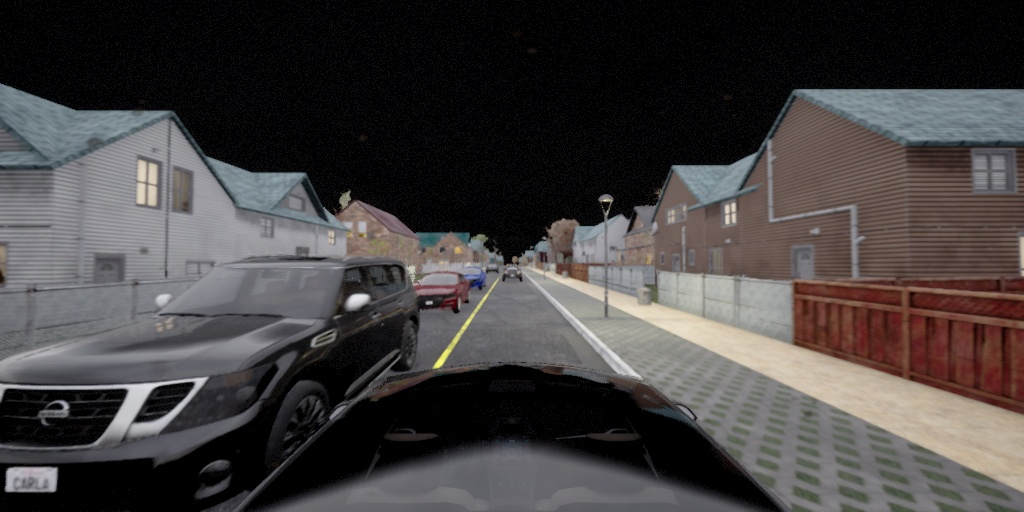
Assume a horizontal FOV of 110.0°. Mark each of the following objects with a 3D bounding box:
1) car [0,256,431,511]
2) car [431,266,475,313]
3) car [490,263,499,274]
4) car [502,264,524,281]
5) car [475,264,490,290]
[{"bbox_3d":[-2.853,1.004,4.895,2.150,2.045,5.566,0,-1,0],"label":"car"},{"bbox_3d":[-2.861,1.366,14.903,1.882,1.535,5.008,0,-1,0],"label":"car"},{"bbox_3d":[-2.936,1.859,53.764,1.882,1.535,5.008,0,-1,0],"label":"car"},{"bbox_3d":[0.034,1.656,35.001,1.812,1.442,4.674,0,-1,0],"label":"car"},{"bbox_3d":[-2.847,1.483,25.044,1.882,1.535,5.008,0,-1,0],"label":"car"}]
